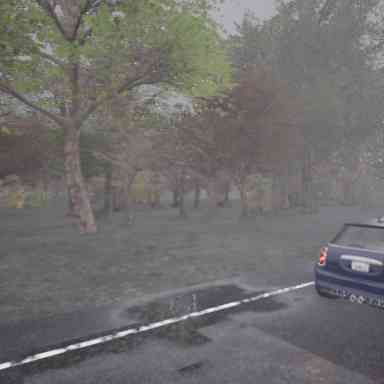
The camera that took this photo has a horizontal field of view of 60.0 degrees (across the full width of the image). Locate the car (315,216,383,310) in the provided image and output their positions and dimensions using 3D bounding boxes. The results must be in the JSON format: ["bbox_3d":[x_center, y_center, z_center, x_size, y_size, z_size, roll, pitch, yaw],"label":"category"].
[{"bbox_3d":[4.689,1.316,7.093,4.553,1.767,2.097,-1,0,-36],"label":"car"}]
